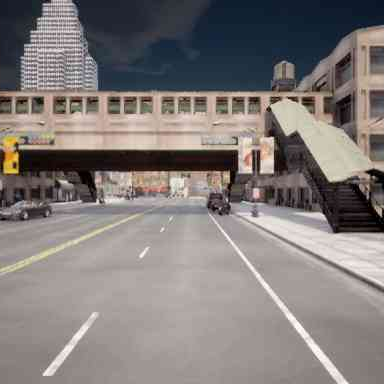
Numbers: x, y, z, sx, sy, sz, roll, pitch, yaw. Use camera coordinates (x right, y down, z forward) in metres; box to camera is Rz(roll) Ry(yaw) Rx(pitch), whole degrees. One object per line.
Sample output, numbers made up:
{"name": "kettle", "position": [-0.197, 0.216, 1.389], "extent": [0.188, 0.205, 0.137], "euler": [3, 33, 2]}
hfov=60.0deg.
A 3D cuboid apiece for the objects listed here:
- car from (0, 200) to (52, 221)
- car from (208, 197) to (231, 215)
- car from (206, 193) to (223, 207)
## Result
{"name": "car", "position": [-13.505, 1.461, 27.356], "extent": [2.231, 1.521, 4.892], "euler": [0, 0, 10]}
{"name": "car", "position": [3.225, 1.576, 38.584], "extent": [1.895, 1.301, 4.718], "euler": [0, 0, 0]}
{"name": "car", "position": [3.180, 1.211, 45.981], "extent": [2.435, 2.045, 5.566], "euler": [0, 0, 0]}
